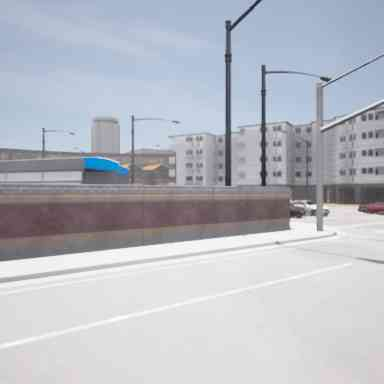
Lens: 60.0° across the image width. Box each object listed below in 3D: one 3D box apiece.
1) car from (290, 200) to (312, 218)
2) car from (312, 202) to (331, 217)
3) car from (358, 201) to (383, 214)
[{"bbox_3d":[7.848,1.488,29.721,1.837,1.490,4.892,0,0,-35],"label":"car"},{"bbox_3d":[10.791,1.507,31.646,1.812,1.442,4.674,0,0,-36],"label":"car"},{"bbox_3d":[18.706,1.540,32.828,1.994,1.385,4.181,0,0,-34],"label":"car"}]
